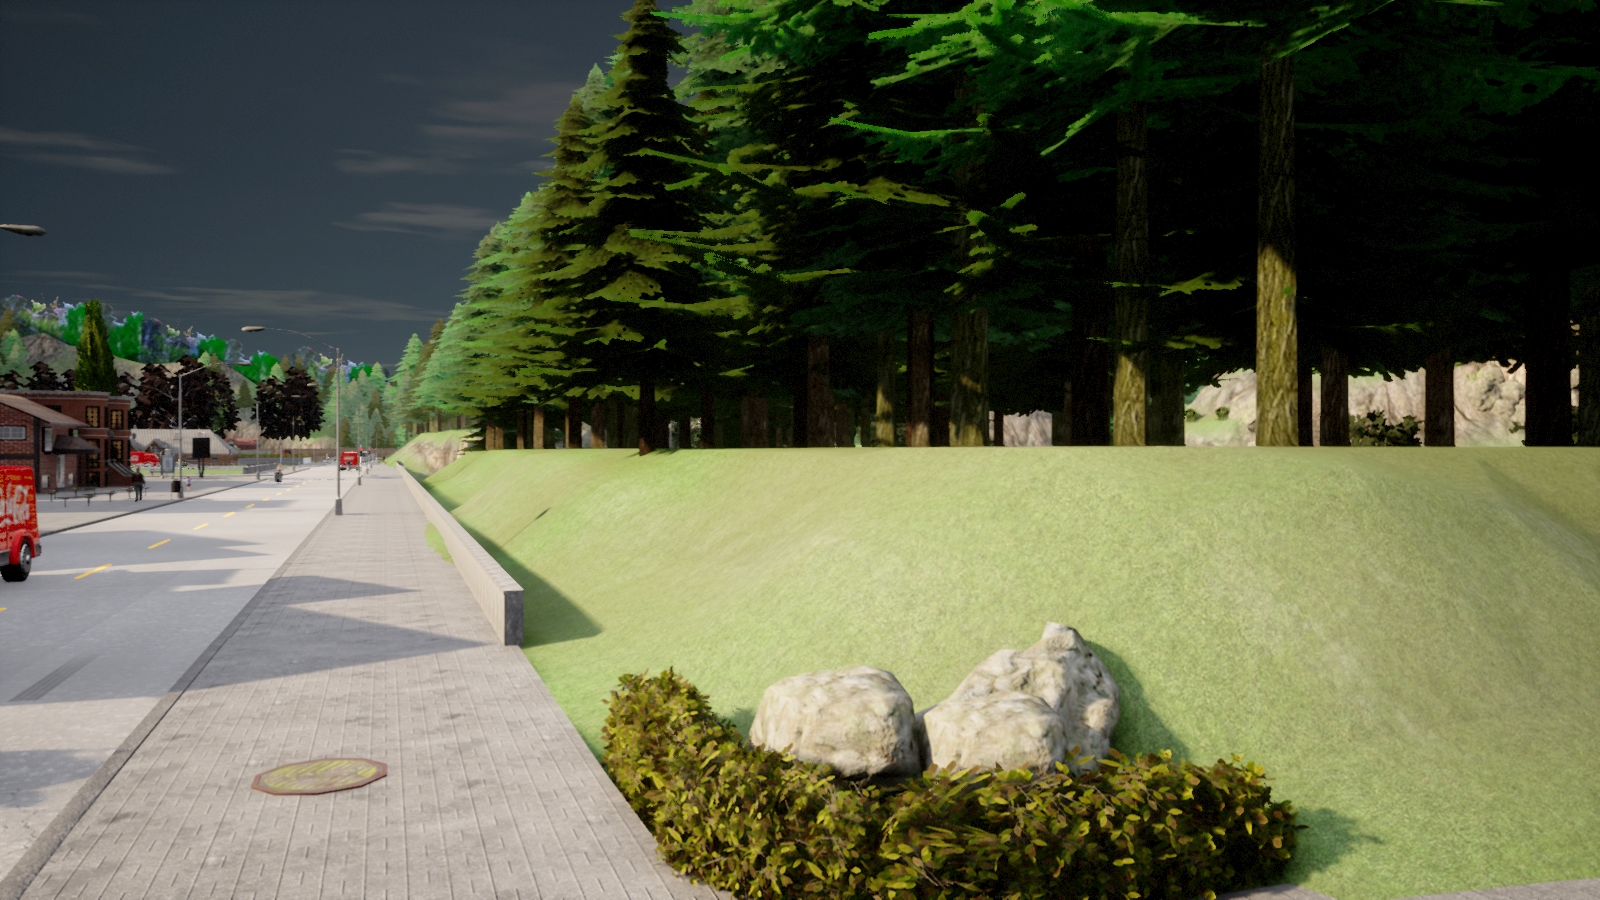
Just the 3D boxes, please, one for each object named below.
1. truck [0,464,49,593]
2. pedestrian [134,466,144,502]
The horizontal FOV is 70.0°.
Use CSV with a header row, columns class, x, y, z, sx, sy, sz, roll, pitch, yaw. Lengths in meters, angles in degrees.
class,x,y,z,sx,sy,sz,roll,pitch,yaw
truck,-17.231,1.562,22.779,2.627,2.467,5.204,0,0,-20
pedestrian,-34.155,1.740,59.002,0.375,1.860,0.375,0,0,-17
